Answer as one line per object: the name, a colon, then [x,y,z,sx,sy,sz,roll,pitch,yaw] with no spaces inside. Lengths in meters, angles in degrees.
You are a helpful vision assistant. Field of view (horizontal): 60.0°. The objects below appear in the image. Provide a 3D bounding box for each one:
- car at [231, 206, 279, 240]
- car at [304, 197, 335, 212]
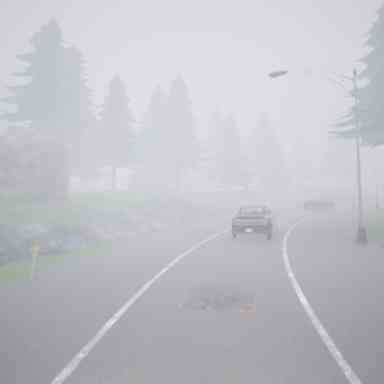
car: [3.199,1.424,16.601,2.128,1.511,4.902,-2,0,18]
car: [13.138,1.240,34.157,1.882,1.535,5.008,-5,-3,39]
